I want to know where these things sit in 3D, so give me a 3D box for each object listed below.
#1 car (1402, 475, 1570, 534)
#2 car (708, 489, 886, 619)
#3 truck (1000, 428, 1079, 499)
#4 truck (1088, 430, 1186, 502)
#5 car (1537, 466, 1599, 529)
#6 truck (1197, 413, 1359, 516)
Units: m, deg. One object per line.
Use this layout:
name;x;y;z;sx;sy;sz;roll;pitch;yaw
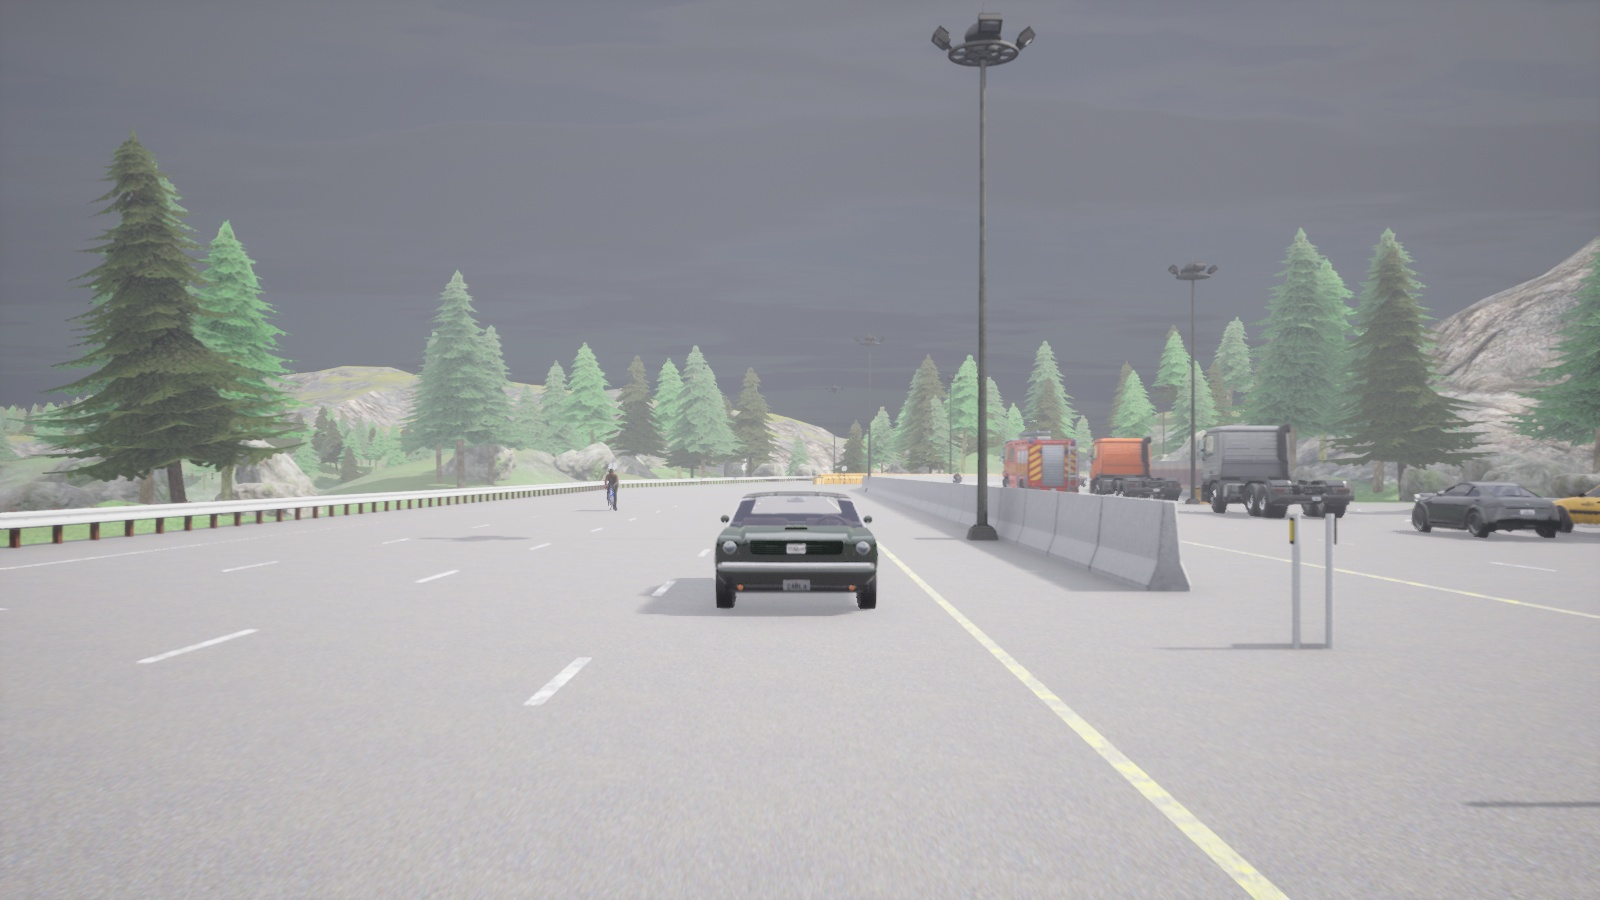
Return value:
car;17.425;1.347;32.155;1.994;1.385;4.181;0;-1;0
car;-0.036;1.178;15.715;1.895;1.301;4.718;0;-1;0
truck;13.753;0.813;72.793;2.891;3.827;8.468;0;-1;0
truck;17.292;0.852;65.013;2.891;3.462;7.936;0;-1;0
car;20.927;1.196;31.425;1.801;1.575;5.366;0;-1;0
truck;17.384;0.539;46.327;2.891;3.462;7.936;0;-1;0
